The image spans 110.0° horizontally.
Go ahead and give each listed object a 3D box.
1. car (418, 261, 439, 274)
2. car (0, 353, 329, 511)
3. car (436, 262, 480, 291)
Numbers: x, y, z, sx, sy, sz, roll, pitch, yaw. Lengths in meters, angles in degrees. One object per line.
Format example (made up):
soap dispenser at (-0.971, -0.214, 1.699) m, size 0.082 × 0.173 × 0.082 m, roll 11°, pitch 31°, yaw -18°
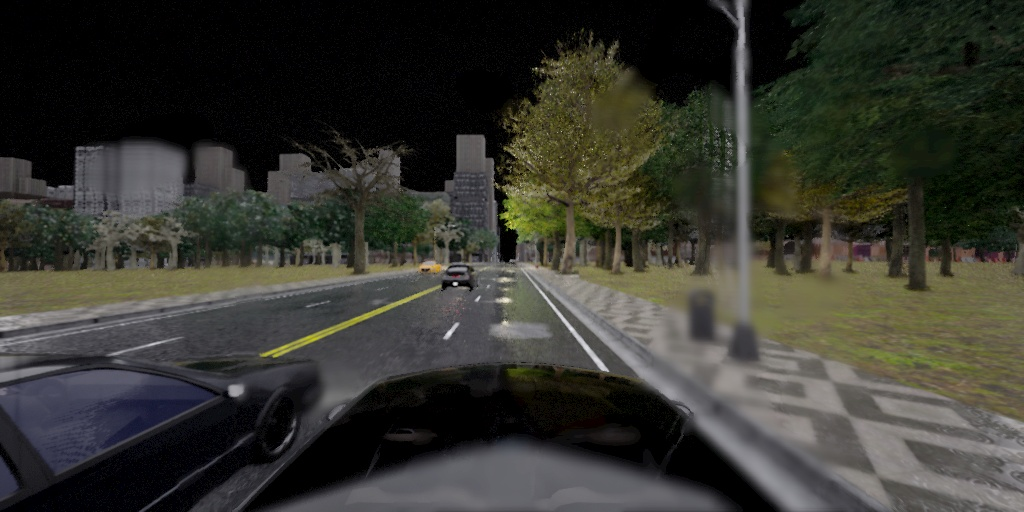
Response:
car at (-9.781, 1.357, 42.928) m, size 1.882 × 1.535 × 5.008 m, roll 0°, pitch 0°, yaw 0°
car at (-3.152, 1.295, 1.882) m, size 2.033 × 1.411 × 5.357 m, roll 0°, pitch 0°, yaw 0°
car at (-3.127, 1.298, 22.232) m, size 1.837 × 1.490 × 4.892 m, roll 0°, pitch 0°, yaw 0°
